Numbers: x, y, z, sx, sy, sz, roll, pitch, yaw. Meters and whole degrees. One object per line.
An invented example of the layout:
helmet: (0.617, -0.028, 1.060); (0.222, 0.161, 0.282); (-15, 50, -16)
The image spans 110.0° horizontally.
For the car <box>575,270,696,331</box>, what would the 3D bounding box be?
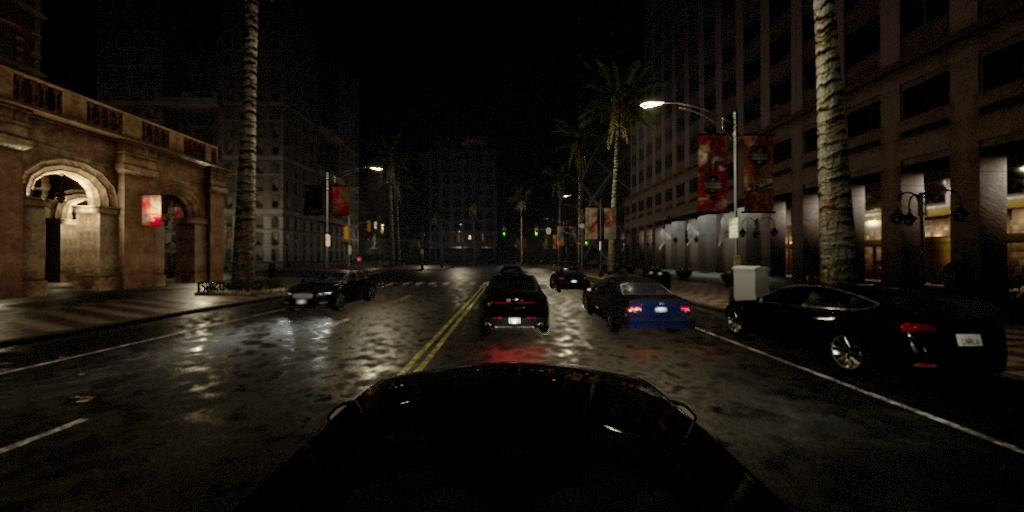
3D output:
car: (3.551, 1.343, 11.088); (2.033, 1.411, 5.357); (0, 0, 0)

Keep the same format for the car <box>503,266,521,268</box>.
car: (-0.024, 1.379, 22.967); (1.812, 1.442, 4.674); (0, 0, 0)

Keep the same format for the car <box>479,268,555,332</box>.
car: (0.043, 1.302, 11.036); (1.837, 1.490, 4.892); (0, 0, 0)

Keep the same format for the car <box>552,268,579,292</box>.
car: (3.492, 1.412, 22.218); (1.994, 1.385, 4.181); (0, 0, 0)

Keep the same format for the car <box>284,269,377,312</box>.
car: (-7.125, 1.306, 14.588); (2.128, 1.511, 4.902); (0, 0, 0)
